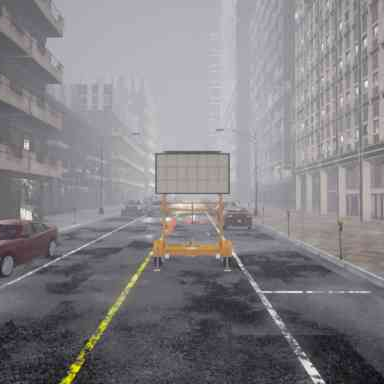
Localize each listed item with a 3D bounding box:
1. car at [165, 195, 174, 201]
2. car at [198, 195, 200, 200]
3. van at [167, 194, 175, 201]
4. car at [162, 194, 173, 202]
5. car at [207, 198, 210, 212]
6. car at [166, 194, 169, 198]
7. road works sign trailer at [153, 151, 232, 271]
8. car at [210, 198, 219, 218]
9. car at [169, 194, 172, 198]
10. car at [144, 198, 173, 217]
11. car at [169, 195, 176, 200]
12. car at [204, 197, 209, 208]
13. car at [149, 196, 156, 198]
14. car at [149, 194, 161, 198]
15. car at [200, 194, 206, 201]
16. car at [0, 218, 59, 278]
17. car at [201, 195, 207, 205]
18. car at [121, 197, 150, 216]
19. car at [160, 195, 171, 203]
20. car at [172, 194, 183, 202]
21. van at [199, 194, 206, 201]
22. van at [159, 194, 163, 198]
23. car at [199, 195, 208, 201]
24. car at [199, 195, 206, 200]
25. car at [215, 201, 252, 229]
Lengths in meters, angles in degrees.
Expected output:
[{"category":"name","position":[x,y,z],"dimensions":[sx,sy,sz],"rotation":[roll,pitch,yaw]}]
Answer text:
[{"category":"car","position":[-5.551,1.535,82.161],"dimensions":[1.752,1.417,4.829],"rotation":[1,0,0]},{"category":"car","position":[2.820,1.592,71.308],"dimensions":[1.802,1.307,4.206],"rotation":[1,0,0]},{"category":"van","position":[-5.503,1.350,87.879],"dimensions":[1.690,1.788,3.998],"rotation":[1,0,0]},{"category":"car","position":[-5.549,1.325,76.785],"dimensions":[2.192,1.841,5.009],"rotation":[1,0,0]},{"category":"car","position":[2.757,1.553,32.472],"dimensions":[1.887,1.381,4.507],"rotation":[1,0,0]},{"category":"car","position":[-5.583,1.325,54.598],"dimensions":[2.192,1.841,5.009],"rotation":[1,0,0]},{"category":"road works sign trailer","position":[0.016,0.468,10.857],"dimensions":[2.380,3.560,2.880],"rotation":[0,0,0]},{"category":"car","position":[2.749,1.448,26.923],"dimensions":[1.967,1.590,4.097],"rotation":[1,0,0]},{"category":"car","position":[-5.569,1.561,65.691],"dimensions":[2.008,1.369,4.403],"rotation":[1,0,0]},{"category":"car","position":[-3.050,1.534,31.428],"dimensions":[1.812,1.442,4.674],"rotation":[0,0,0]},{"category":"car","position":[-5.490,1.533,93.255],"dimensions":[1.752,1.417,4.829],"rotation":[1,0,0]},{"category":"car","position":[2.766,1.554,38.020],"dimensions":[1.887,1.381,4.507],"rotation":[1,0,0]},{"category":"car","position":[-5.614,1.554,37.958],"dimensions":[1.887,1.381,4.507],"rotation":[1,0,0]},{"category":"car","position":[-5.603,1.449,43.505],"dimensions":[1.967,1.590,4.097],"rotation":[1,0,0]},{"category":"car","position":[2.803,1.535,60.381],"dimensions":[1.752,1.417,4.829],"rotation":[1,0,0]},{"category":"car","position":[-5.660,1.548,10.224],"dimensions":[1.887,1.381,4.507],"rotation":[1,0,0]},{"category":"car","position":[2.784,1.560,49.116],"dimensions":[2.008,1.369,4.403],"rotation":[1,0,0]},{"category":"car","position":[-5.622,1.449,32.410],"dimensions":[1.967,1.590,4.097],"rotation":[1,0,0]},{"category":"car","position":[-5.557,1.450,71.238],"dimensions":[1.967,1.590,4.097],"rotation":[1,0,0]},{"category":"car","position":[-2.889,1.535,68.111],"dimensions":[1.812,1.442,4.674],"rotation":[0,0,0]},{"category":"van","position":[2.852,1.350,87.952],"dimensions":[1.690,1.788,3.998],"rotation":[1,0,0]},{"category":"van","position":[-5.592,1.350,49.052],"dimensions":[1.690,1.788,3.998],"rotation":[1,0,0]},{"category":"car","position":[2.841,1.449,82.404],"dimensions":[1.967,1.590,4.097],"rotation":[1,0,0]},{"category":"car","position":[2.857,1.573,93.500],"dimensions":[1.947,1.339,4.313],"rotation":[1,0,0]},{"category":"car","position":[2.738,1.551,21.376],"dimensions":[1.887,1.381,4.507],"rotation":[1,0,0]}]
